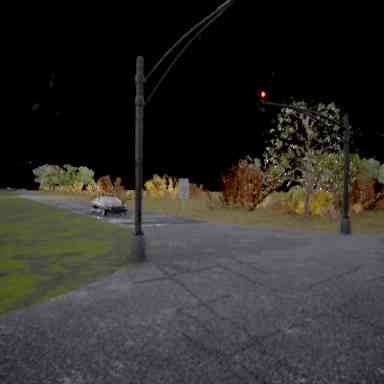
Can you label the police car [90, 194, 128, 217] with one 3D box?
[{"bbox_3d":[-6.689,1.018,26.623,1.930,1.638,5.238,1,0,-32],"label":"police car"}]
